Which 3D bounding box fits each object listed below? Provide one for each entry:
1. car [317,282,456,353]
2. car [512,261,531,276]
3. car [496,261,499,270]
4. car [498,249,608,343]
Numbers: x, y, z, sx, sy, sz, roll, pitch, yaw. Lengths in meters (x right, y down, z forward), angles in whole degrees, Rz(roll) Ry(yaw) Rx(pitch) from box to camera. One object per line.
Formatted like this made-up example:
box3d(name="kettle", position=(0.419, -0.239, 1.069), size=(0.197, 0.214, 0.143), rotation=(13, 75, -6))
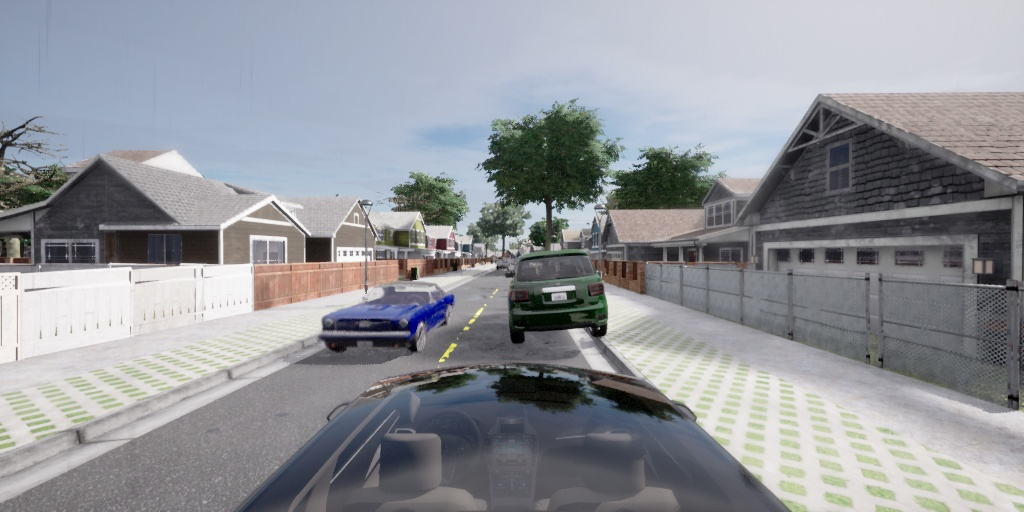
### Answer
box3d(name="car", position=(-2.729, 1.349, 8.951), size=(1.895, 1.301, 4.718), rotation=(0, 0, 1))
box3d(name="car", position=(1.116, 1.324, 39.625), size=(2.033, 1.411, 5.357), rotation=(0, 0, 3))
box3d(name="car", position=(-1.328, 1.304, 51.895), size=(1.837, 1.490, 4.892), rotation=(0, 0, 2))
box3d(name="car", position=(1.015, 0.897, 9.763), size=(2.150, 2.045, 5.566), rotation=(-5, 0, 2))
